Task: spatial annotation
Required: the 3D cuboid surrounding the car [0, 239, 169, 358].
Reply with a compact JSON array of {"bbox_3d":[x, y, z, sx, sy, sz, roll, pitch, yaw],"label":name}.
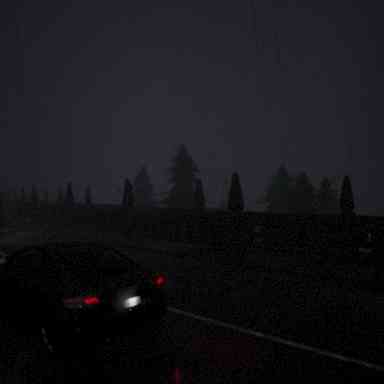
[{"bbox_3d":[-2.427,1.588,6.149,4.181,1.385,1.994,0,0,39],"label":"car"}]
